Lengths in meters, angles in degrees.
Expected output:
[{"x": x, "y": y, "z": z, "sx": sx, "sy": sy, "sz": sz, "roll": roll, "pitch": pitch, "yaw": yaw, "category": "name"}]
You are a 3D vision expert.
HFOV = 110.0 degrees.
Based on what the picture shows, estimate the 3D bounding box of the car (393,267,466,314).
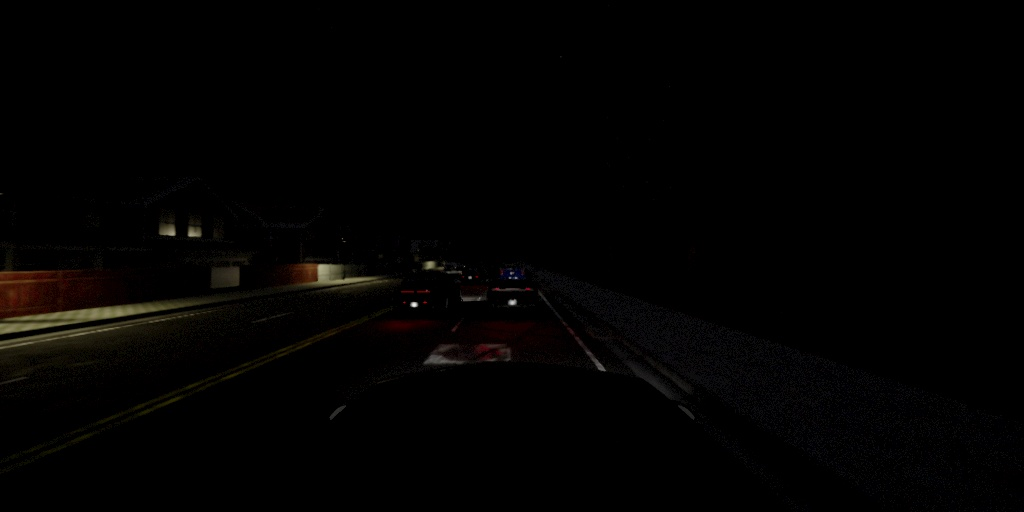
[{"x": -3.212, "y": 1.361, "z": 14.269, "sx": 1.837, "sy": 1.490, "sz": 4.892, "roll": 0, "pitch": 0, "yaw": 0, "category": "car"}]

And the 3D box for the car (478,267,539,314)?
[{"x": 0.037, "y": 1.346, "z": 14.237, "sx": 2.128, "sy": 1.511, "sz": 4.902, "roll": 0, "pitch": 0, "yaw": 1, "category": "car"}]

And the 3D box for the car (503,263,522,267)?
[{"x": 0.031, "y": 1.330, "z": 29.151, "sx": 2.097, "sy": 1.767, "sz": 4.553, "roll": 0, "pitch": -1, "yaw": 0, "category": "car"}]

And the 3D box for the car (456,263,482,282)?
[{"x": -3.214, "y": 1.510, "z": 29.895, "sx": 1.812, "sy": 1.442, "sz": 4.674, "roll": 0, "pitch": 0, "yaw": 0, "category": "car"}]

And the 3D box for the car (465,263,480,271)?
[{"x": -6.585, "y": 1.797, "z": 59.556, "sx": 1.994, "sy": 1.385, "sz": 4.181, "roll": 0, "pitch": 0, "yaw": 1, "category": "car"}]

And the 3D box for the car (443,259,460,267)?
[{"x": -9.828, "y": 1.453, "z": 59.320, "sx": 2.150, "sy": 2.045, "sz": 5.566, "roll": 0, "pitch": 0, "yaw": 1, "category": "car"}]
